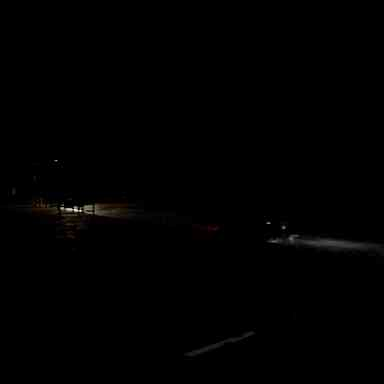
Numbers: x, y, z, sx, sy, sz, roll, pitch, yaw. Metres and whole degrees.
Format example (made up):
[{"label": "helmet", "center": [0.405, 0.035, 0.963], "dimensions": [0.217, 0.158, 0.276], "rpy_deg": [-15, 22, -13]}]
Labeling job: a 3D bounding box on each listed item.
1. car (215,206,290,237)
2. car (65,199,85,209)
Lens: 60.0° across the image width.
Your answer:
[{"label": "car", "center": [3.342, 1.585, 19.205], "dimensions": [2.128, 1.511, 4.902], "rpy_deg": [-2, 1, -35]}, {"label": "car", "center": [-16.982, 1.709, 48.209], "dimensions": [1.895, 1.301, 4.718], "rpy_deg": [-2, 1, -35]}]
